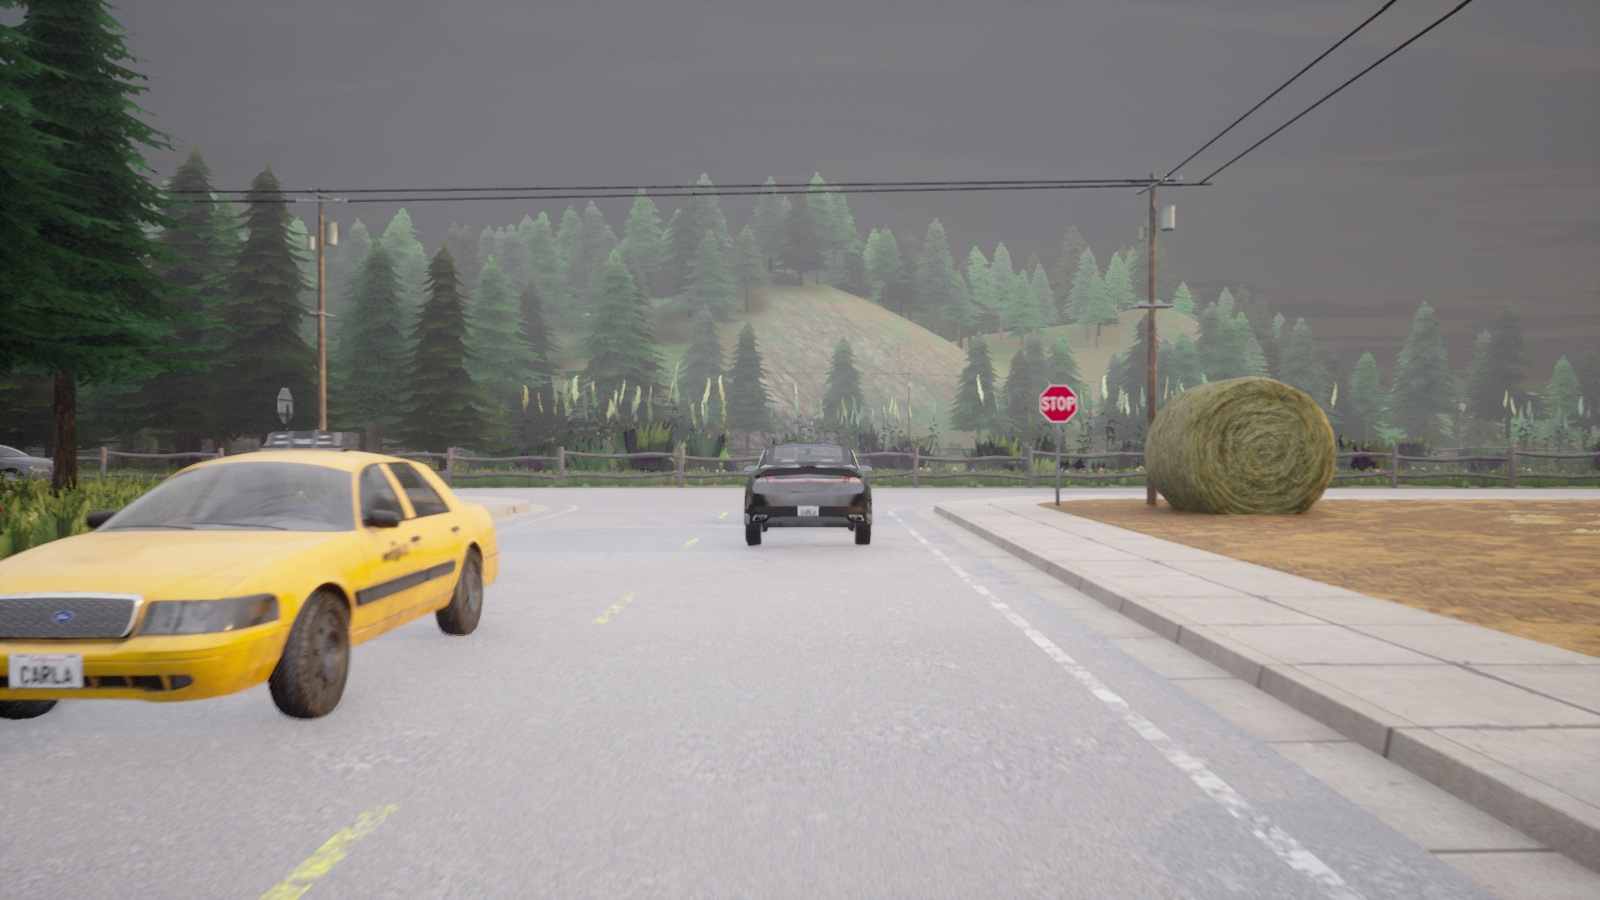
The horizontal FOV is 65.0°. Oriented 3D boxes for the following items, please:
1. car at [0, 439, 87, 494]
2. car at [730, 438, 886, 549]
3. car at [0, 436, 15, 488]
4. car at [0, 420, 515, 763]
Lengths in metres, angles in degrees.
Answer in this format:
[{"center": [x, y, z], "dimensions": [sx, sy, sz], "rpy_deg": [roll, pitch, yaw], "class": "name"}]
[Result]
[{"center": [-23.213, 0.449, 35.534], "dimensions": [4.902, 1.511, 2.128], "rpy_deg": [0, 0, 2], "class": "car"}, {"center": [0.126, 0.590, 19.556], "dimensions": [2.128, 1.511, 4.902], "rpy_deg": [0, 0, 0], "class": "car"}, {"center": [-27.057, 0.369, 39.169], "dimensions": [3.988, 1.617, 1.851], "rpy_deg": [0, 0, 2], "class": "car"}, {"center": [-3.437, 0.635, 8.447], "dimensions": [1.801, 1.575, 5.366], "rpy_deg": [0, 0, 0], "class": "car"}]
